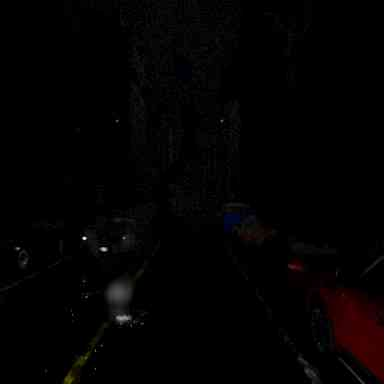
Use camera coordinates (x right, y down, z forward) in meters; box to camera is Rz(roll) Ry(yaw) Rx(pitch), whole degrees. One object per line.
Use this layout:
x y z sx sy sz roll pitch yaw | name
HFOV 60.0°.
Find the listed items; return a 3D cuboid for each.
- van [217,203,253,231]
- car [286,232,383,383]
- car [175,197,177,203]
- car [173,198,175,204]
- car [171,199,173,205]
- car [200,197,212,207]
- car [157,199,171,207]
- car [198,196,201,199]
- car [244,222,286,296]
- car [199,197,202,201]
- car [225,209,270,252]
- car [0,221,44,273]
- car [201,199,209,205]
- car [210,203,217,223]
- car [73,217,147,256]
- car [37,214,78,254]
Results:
2.664 1.551 19.955 1.690 1.788 3.998 1 -1 0 | van
2.676 1.347 2.937 2.192 1.841 5.009 1 -1 0 | car
-5.382 2.372 79.972 1.887 1.381 4.507 1 -1 1 | car
-5.448 2.322 74.444 2.008 1.369 4.403 1 -1 1 | car
-5.515 2.281 68.915 1.947 1.339 4.313 1 -1 1 | car
2.944 2.222 63.288 1.947 1.339 4.313 1 -1 1 | car
-5.582 2.241 63.386 1.802 1.307 4.206 1 -1 1 | car
3.276 2.502 90.938 1.947 1.339 4.313 1 -1 1 | car
2.669 1.674 8.606 1.802 1.307 4.206 1 -1 0 | car
3.010 2.257 68.818 1.887 1.381 4.507 1 -1 1 | car
2.666 1.678 14.450 1.752 1.417 4.829 1 -1 0 | car
-5.856 1.658 8.604 1.947 1.339 4.313 1 -1 0 | car
3.143 2.369 79.878 1.887 1.381 4.507 1 -1 1 | car
2.657 1.796 25.796 1.752 1.417 4.829 1 -1 0 | car
-3.107 1.749 13.986 1.895 1.301 4.718 0 -1 0 | car
-5.860 1.696 14.277 1.887 1.381 4.507 1 -1 0 | car
